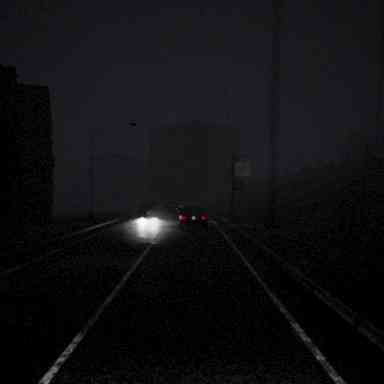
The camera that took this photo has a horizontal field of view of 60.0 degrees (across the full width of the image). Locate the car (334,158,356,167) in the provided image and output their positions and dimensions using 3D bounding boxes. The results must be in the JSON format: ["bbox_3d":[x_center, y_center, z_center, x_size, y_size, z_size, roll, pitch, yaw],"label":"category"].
[{"bbox_3d":[21.862,-3.867,45.126,2.231,1.521,4.892,0,1,-1],"label":"car"}]

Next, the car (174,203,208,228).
[{"bbox_3d":[0.087,1.650,22.747,2.033,1.411,5.357,0,-1,0],"label":"car"}]

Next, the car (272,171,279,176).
[{"bbox_3d":[21.134,-4.324,78.267,2.185,1.767,4.553,0,1,-1],"label":"car"}]

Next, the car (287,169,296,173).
[{"bbox_3d":[21.377,-4.055,67.075,2.002,1.452,4.674,0,1,-1],"label":"car"}]

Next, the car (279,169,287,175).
[{"bbox_3d":[21.253,-4.275,72.748,2.185,1.767,4.553,0,1,-1],"label":"car"}]

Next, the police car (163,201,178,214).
[{"bbox_3d":[-2.506,1.948,42.126,2.038,1.542,4.974,0,-1,-15],"label":"police car"}]

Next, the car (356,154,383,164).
[{"bbox_3d":[22.095,-3.742,39.584,2.002,1.452,4.674,0,1,-2],"label":"car"}]

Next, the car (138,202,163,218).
[{"bbox_3d":[-4.479,1.777,34.030,2.128,1.511,4.902,0,-1,-9],"label":"car"}]

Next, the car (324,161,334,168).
[{"bbox_3d":[21.734,-3.934,50.644,2.231,1.521,4.892,0,1,-1],"label":"car"}]

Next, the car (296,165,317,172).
[{"bbox_3d":[21.496,-4.168,61.581,2.185,1.767,4.553,0,1,-1],"label":"car"}]

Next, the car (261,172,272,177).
[{"bbox_3d":[20.893,-4.284,89.282,2.231,1.521,4.892,0,0,-1],"label":"car"}]

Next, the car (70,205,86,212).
[{"bbox_3d":[-23.898,3.366,69.694,4.181,1.385,1.994,-4,-2,45],"label":"car"}]
